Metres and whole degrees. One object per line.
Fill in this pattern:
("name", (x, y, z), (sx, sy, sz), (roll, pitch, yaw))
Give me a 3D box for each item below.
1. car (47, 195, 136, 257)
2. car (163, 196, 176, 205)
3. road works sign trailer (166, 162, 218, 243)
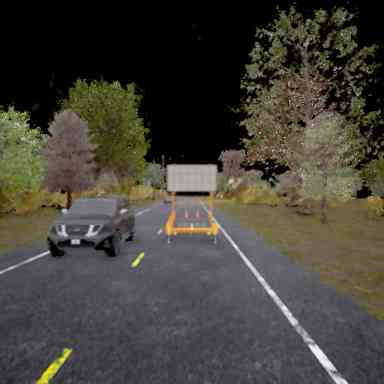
("car", (-3.601, 1.173, 13.066), (2.150, 2.045, 5.566), (0, 0, 0))
("car", (-3.570, 1.357, 53.738), (1.837, 1.490, 4.892), (0, 0, 0))
("road works sign trailer", (0.005, 0.407, 15.685), (2.380, 3.560, 2.880), (0, 0, 0))
